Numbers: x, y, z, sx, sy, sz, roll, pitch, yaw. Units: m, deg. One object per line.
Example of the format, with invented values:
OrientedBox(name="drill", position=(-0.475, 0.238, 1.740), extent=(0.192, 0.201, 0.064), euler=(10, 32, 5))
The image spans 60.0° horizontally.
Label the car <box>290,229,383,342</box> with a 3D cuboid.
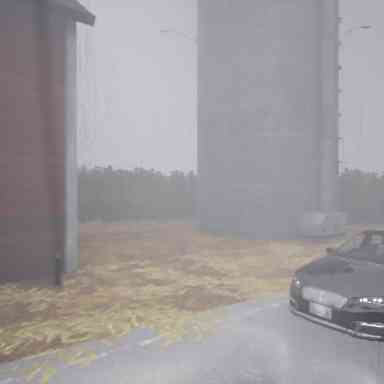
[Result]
OrientedBox(name="car", position=(3.906, 1.490, 6.332), extent=(4.902, 1.511, 2.128), euler=(0, 0, -35))
